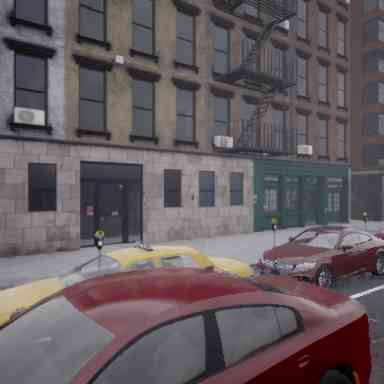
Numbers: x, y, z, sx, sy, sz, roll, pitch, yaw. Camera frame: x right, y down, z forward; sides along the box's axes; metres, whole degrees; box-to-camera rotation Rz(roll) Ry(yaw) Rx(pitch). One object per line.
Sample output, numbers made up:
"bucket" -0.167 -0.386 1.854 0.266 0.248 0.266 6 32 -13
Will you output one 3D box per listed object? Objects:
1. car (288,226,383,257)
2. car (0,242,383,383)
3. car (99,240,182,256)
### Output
"car" 3.588 1.583 8.768 4.206 1.307 1.802 0 0 -36
"car" -0.513 1.477 2.706 5.008 1.535 1.882 0 0 -36
"car" -1.036 1.525 5.455 4.829 1.417 1.752 0 0 -36
